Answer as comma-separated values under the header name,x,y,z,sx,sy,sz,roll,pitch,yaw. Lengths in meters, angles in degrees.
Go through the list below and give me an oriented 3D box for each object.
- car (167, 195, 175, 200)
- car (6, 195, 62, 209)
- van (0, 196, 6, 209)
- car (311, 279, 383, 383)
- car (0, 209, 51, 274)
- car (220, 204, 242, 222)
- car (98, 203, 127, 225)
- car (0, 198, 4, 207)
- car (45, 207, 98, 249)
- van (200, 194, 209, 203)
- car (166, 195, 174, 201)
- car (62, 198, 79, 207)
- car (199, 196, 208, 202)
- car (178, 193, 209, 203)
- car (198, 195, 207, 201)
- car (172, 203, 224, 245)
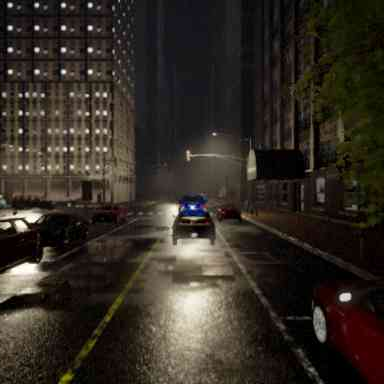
name,x,y,z,sx,sy,sz,roll,pitch,yaw
car,-5.859,1.525,91.859,1.947,1.339,4.313,0,0,0
car,-18.678,1.299,39.417,5.009,1.841,2.192,0,0,0
van,-24.218,1.316,39.465,3.998,1.788,1.690,0,0,0
car,2.682,1.544,3.396,1.887,1.381,4.507,0,0,0
car,-5.709,1.437,8.901,1.967,1.590,4.097,0,0,0
car,2.771,1.575,25.494,1.802,1.307,4.206,0,0,0
car,-5.865,1.537,24.101,1.887,1.381,4.507,0,0,0
car,-29.688,1.502,47.894,4.206,1.307,1.802,0,0,0
car,-5.777,1.562,14.424,1.947,1.339,4.313,0,0,0
van,2.561,1.316,69.086,1.690,1.788,3.998,0,0,0
car,-5.849,1.508,86.162,1.887,1.381,4.507,0,0,0
car,-18.606,1.488,47.799,4.403,1.369,2.008,0,0,0
car,2.552,1.523,74.783,2.008,1.369,4.403,0,0,0
car,0.044,1.214,26.807,2.150,2.045,5.566,0,0,0
car,2.542,1.519,80.480,2.008,1.369,4.403,0,0,0
car,0.075,1.486,15.463,2.128,1.511,4.902,0,0,0
